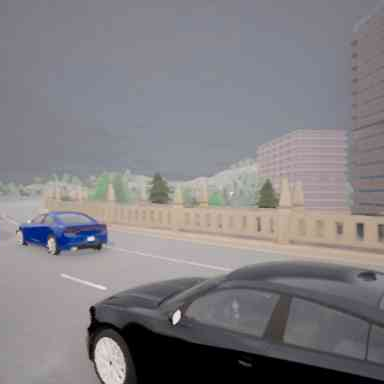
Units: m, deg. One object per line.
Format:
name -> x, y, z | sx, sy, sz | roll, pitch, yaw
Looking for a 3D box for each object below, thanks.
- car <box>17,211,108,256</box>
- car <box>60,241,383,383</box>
car -> -5.349, 1.499, 13.426 | 5.008, 1.535, 1.882 | 0, 0, 44
car -> 0.927, 1.493, 3.494 | 5.008, 1.535, 1.882 | -1, -1, 36
